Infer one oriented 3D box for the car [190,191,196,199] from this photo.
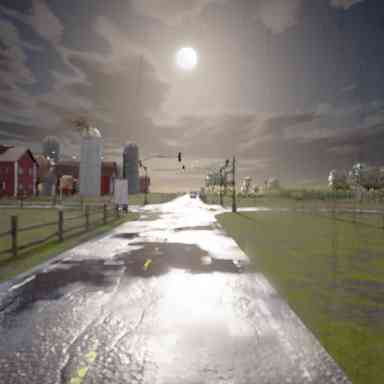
[{"bbox_3d":[0.272,1.223,94.647,2.128,1.511,4.902,0,0,0],"label":"car"}]
